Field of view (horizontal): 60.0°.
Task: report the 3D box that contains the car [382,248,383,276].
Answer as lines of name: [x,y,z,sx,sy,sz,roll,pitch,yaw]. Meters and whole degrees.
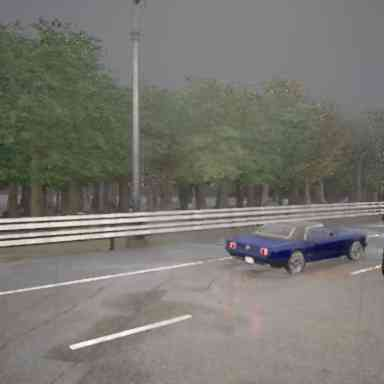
car: [6.829,1.292,8.380,4.553,1.767,2.097,-1,0,-34]

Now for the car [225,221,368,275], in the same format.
car: [3.401,1.551,10.301,4.718,1.301,1.895,0,0,-34]
